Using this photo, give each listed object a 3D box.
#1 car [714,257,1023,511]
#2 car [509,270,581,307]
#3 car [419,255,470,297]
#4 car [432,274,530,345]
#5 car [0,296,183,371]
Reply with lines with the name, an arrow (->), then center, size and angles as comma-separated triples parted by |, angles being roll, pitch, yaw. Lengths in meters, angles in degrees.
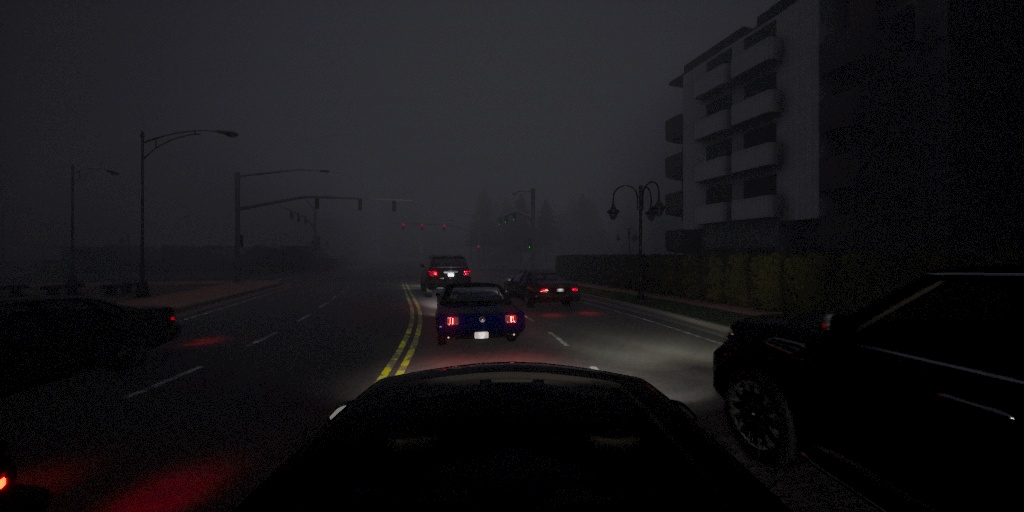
car -> 3.419, 0.974, 1.757 | 2.150, 2.045, 5.566 | 0, 0, -1
car -> 1.071, 1.298, 15.526 | 2.033, 1.411, 5.357 | 0, 0, -16
car -> -3.614, 0.971, 19.025 | 2.150, 2.045, 5.566 | 0, 0, -18
car -> -1.078, 1.351, 9.590 | 1.895, 1.301, 4.718 | 0, 0, -12
car -> -7.368, 1.297, 4.868 | 2.033, 1.411, 5.357 | 0, 0, -7
